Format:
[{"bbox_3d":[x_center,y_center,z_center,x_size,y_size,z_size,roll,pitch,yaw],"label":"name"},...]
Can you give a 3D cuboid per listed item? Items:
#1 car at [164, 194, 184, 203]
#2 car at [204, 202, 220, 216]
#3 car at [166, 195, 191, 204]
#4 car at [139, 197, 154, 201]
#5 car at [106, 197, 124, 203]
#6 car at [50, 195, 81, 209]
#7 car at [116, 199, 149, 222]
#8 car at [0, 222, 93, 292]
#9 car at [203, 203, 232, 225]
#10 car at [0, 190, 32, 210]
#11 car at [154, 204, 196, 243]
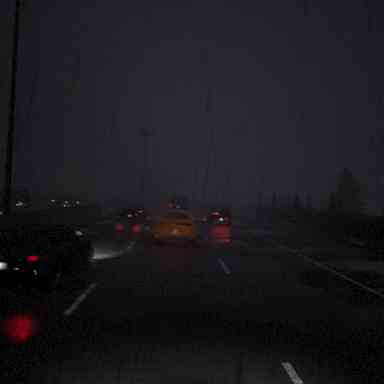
[{"bbox_3d":[-4.224,1.512,80.310,2.150,2.045,5.566,2,-1,27],"label":"car"},{"bbox_3d":[2.539,2.051,41.337,1.812,1.442,4.674,2,0,5],"label":"car"},{"bbox_3d":[-1.315,1.526,34.392,2.150,2.045,5.566,2,0,1],"label":"car"},{"bbox_3d":[-10.381,1.895,75.458,1.994,1.385,4.181,2,-1,23],"label":"car"},{"bbox_3d":[-10.888,1.539,48.046,2.128,1.511,4.902,2,0,9],"label":"car"},{"bbox_3d":[-15.192,1.139,40.209,2.097,1.767,4.553,2,-1,4],"label":"car"},{"bbox_3d":[-4.739,1.612,27.170,1.812,1.442,4.674,2,-1,-2],"label":"car"},{"bbox_3d":[-4.006,1.488,8.772,1.994,1.385,4.181,2,-1,-2],"label":"car"},{"bbox_3d":[2.205,1.896,28.143,1.837,1.490,4.892,2,-1,-2],"label":"car"},{"bbox_3d":[-18.961,0.791,34.797,2.150,2.045,5.566,2,-1,1],"label":"car"},{"bbox_3d":[-0.841,1.623,17.109,1.882,1.535,5.008,2,0,-2],"label":"car"}]
